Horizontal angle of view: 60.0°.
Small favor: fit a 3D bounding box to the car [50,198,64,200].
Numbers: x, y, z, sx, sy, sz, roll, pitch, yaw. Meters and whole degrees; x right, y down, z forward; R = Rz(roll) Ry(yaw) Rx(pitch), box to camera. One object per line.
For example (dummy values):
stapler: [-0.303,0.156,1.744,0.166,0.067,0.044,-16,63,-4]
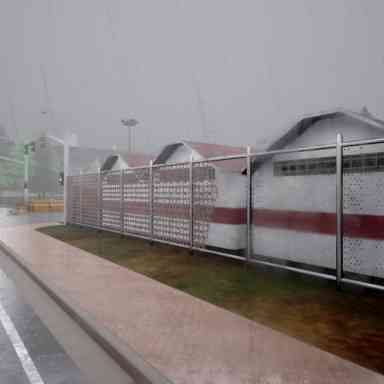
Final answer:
car: [-17.244,1.505,42.245,4.892,1.490,1.837,0,0,-39]
